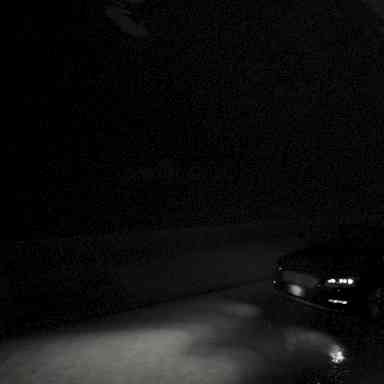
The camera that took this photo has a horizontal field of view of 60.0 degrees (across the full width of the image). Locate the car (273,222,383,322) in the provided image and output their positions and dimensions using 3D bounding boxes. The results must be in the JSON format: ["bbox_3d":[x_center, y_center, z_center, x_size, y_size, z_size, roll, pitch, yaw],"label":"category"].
[{"bbox_3d":[3.857,1.457,7.219,4.902,1.511,2.128,0,0,-34],"label":"car"}]
